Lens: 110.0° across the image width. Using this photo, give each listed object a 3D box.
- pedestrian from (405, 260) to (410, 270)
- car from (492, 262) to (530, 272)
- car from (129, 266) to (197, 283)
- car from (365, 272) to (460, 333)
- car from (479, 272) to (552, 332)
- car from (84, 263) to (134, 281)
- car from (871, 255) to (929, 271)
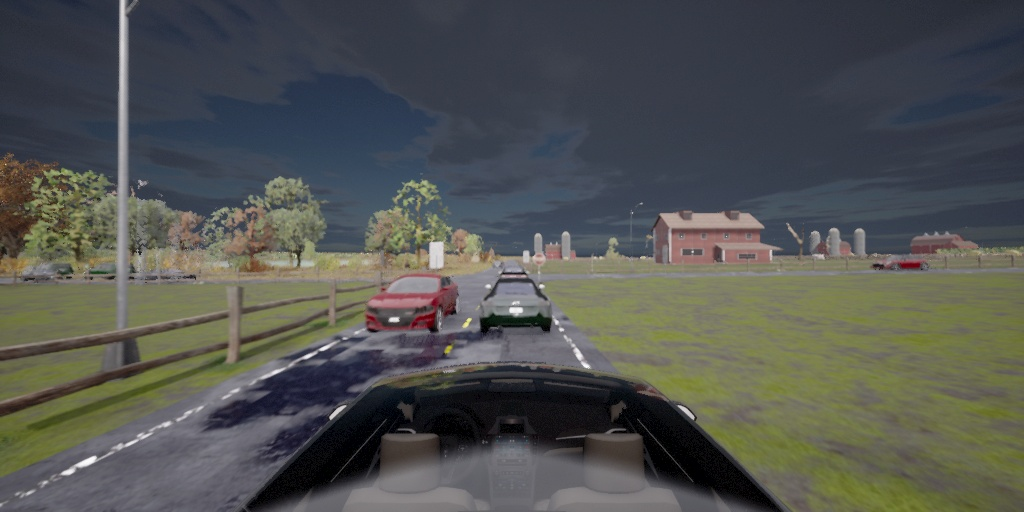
[{"bbox_3d":[-12.164,1.399,41.658,0.375,1.860,0.375,0,1,0],"label":"pedestrian"},{"bbox_3d":[0.136,1.363,22.691,2.128,1.511,4.902,0,0,1],"label":"car"},{"bbox_3d":[-34.730,1.969,36.133,5.357,1.411,2.033,-1,0,4],"label":"car"},{"bbox_3d":[-2.842,1.282,11.176,1.882,1.535,5.008,0,0,0],"label":"car"},{"bbox_3d":[0.099,1.367,11.124,1.994,1.385,4.181,0,-1,0],"label":"car"},{"bbox_3d":[-45.456,1.788,40.660,5.566,2.045,2.150,-1,0,15],"label":"car"},{"bbox_3d":[41.226,0.679,38.193,4.553,1.767,2.097,-1,0,1],"label":"car"}]
